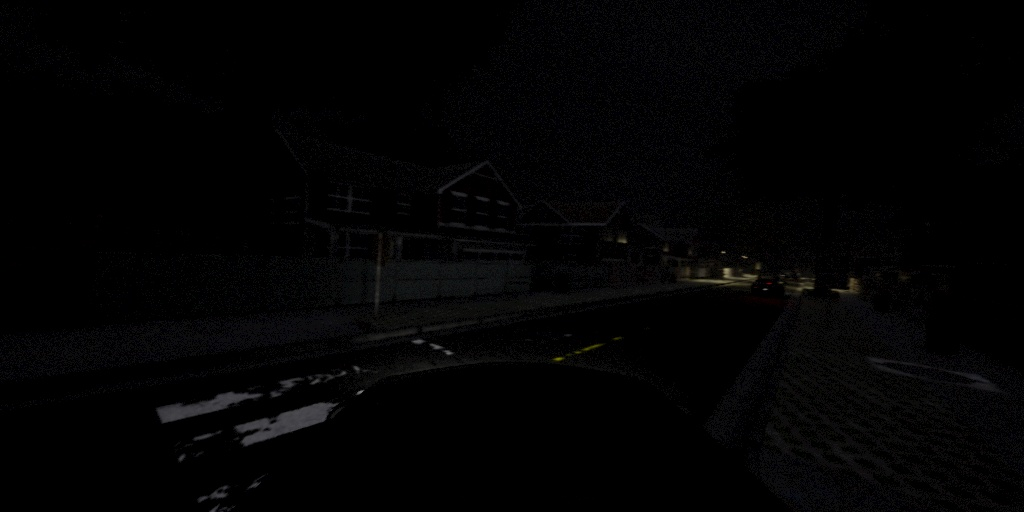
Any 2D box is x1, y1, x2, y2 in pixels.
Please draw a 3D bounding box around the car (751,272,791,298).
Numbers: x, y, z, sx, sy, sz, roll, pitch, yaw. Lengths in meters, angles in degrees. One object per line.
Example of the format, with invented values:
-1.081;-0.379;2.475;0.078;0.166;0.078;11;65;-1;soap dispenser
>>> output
19.521;2.238;27.267;2.128;1.511;4.902;4;1;40;car
